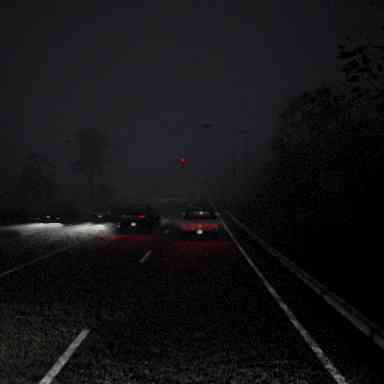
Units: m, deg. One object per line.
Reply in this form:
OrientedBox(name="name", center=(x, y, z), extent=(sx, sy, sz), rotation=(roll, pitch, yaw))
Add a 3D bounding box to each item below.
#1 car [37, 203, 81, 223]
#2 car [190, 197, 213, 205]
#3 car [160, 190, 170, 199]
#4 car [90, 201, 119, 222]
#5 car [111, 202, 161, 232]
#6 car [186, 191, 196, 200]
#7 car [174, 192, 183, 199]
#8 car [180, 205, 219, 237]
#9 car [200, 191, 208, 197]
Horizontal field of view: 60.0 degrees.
OrientedBox(name="car", center=(-10.022, 1.557, 25.314), extent=(1.994, 1.385, 4.181), rotation=(0, 0, 2))
OrientedBox(name="car", center=(0.835, 1.504, 29.829), extent=(1.837, 1.490, 4.892), rotation=(0, 0, 2))
OrientedBox(name="car", center=(-7.231, 0.654, 90.137), extent=(2.150, 2.045, 5.566), rotation=(0, 3, 2))
OrientedBox(name="car", center=(-6.480, 1.487, 26.254), extent=(2.128, 1.511, 4.902), rotation=(0, 0, 2))
OrientedBox(name="car", center=(-3.012, 1.490, 19.940), extent=(2.128, 1.511, 4.902), rotation=(0, 0, 2))
OrientedBox(name="car", center=(-0.458, 0.796, 84.670), extent=(2.150, 2.045, 5.566), rotation=(0, 3, 2))
OrientedBox(name="car", center=(-3.731, 0.782, 90.054), extent=(2.097, 1.767, 4.553), rotation=(0, 3, 2))
OrientedBox(name="car", center=(0.427, 1.600, 17.880), extent=(1.895, 1.301, 4.718), rotation=(0, 0, 2))
OrientedBox(name="car", center=(3.056, 1.096, 84.922), extent=(2.128, 1.511, 4.902), rotation=(0, 3, 2))
